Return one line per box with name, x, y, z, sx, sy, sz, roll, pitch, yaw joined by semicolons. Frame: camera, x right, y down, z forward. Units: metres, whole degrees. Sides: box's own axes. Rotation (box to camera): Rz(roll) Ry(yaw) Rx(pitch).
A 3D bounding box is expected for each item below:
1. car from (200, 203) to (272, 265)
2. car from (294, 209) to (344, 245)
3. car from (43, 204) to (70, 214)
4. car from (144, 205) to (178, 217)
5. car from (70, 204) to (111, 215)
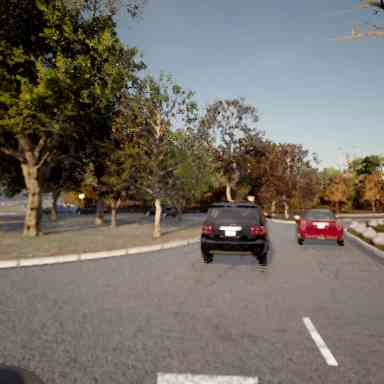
car;1.818;1.418;12.669;2.150;2.045;5.566;0;-2;14
car;6.605;1.685;17.668;2.097;1.767;4.553;0;-2;15
car;-18.696;2.491;47.749;5.357;1.411;2.033;0;-1;-9
car;-3.821;2.341;41.144;4.902;1.511;2.128;-1;-2;38
car;-13.385;2.402;44.870;4.892;1.490;1.837;0;-1;16
